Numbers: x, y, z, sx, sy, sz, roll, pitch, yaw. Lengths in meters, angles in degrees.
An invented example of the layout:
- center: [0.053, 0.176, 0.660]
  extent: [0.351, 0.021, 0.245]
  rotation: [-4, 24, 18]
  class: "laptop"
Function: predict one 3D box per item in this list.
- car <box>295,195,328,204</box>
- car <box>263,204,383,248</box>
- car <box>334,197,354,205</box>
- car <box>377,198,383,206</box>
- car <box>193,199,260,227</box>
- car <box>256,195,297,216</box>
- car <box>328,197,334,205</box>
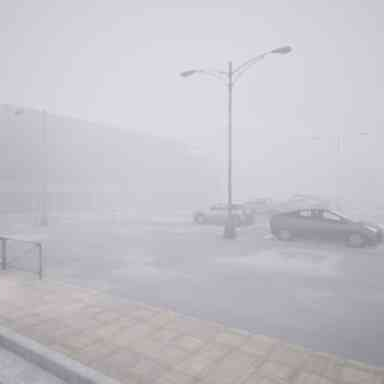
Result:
- center: [12.752, 1.228, 37.399]
  extent: [3.866, 1.878, 1.905]
  rotation: [0, 0, 35]
  class: "car"
- center: [5.697, 1.477, 14.425]
  extent: [4.514, 1.523, 2.007]
  rotation: [0, 0, 35]
  class: "car"
- center: [24.830, 1.524, 55.175]
  extent: [3.633, 1.501, 1.845]
  rotation: [0, 0, 35]
  class: "car"
- center: [29.207, 1.563, 48.483]
  extent: [3.806, 1.475, 1.970]
  rotation: [0, 0, 35]
  class: "car"
- center: [2.015, 1.384, 21.464]
  extent: [3.806, 1.475, 1.970]
  rotation: [0, 0, 35]
  class: "car"
- center: [5.425, 1.304, 26.910]
  extent: [5.027, 1.636, 2.152]
  rotation: [0, 0, 35]
  class: "car"
- center: [14.077, 1.247, 40.018]
  extent: [4.605, 1.855, 1.932]
  rotation: [0, 0, 35]
  class: "car"
